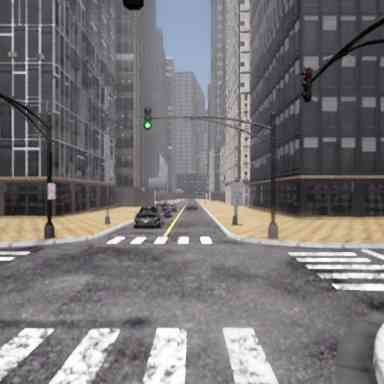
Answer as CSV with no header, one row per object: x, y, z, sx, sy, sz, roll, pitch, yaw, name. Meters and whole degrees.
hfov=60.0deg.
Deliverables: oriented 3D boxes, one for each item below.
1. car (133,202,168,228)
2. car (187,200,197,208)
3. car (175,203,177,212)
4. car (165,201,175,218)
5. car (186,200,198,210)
-3.096,1.772,24.671,1.837,1.490,4.892,0,-1,0,car
-0.004,2.257,64.690,1.812,1.442,4.674,0,-1,0,car
-3.088,2.001,45.995,2.128,1.511,4.902,0,-1,0,car
-3.097,1.890,35.108,1.837,1.490,4.892,0,-1,0,car
-0.003,2.154,54.273,2.033,1.411,5.357,0,-1,0,car
